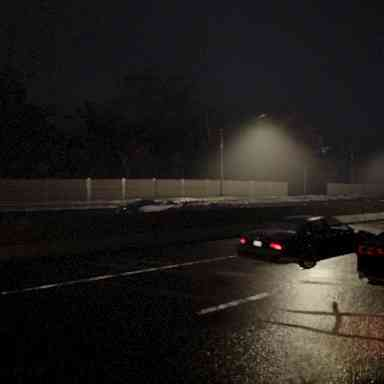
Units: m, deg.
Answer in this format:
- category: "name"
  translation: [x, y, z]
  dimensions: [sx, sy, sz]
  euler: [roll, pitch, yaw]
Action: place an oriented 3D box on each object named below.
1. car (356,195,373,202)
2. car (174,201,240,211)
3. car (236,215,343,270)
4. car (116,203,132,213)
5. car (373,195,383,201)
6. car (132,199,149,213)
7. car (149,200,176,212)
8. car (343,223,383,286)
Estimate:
- category: "car"
  translation: [28.764, 1.181, 54.501]
  dimensions: [4.181, 1.385, 1.994]
  euler: [0, 0, -35]
- category: "car"
  translation: [1.751, 1.444, 22.433]
  dimensions: [5.357, 1.411, 2.033]
  euler: [0, 0, -35]
- category: "car"
  translation: [3.890, 1.480, 10.816]
  dimensions: [5.357, 1.411, 2.033]
  euler: [-1, 0, -35]
- category: "car"
  translation: [-4.664, 1.425, 30.738]
  dimensions: [4.674, 1.442, 1.812]
  euler: [-1, 0, -36]
- category: "car"
  translation: [30.574, 1.125, 51.506]
  dimensions: [4.892, 1.490, 1.837]
  euler: [0, 0, -35]
- category: "car"
  translation: [-2.318, 1.422, 28.127]
  dimensions: [4.674, 1.442, 1.812]
  euler: [-1, 0, -35]
- category: "car"
  translation: [-0.240, 1.444, 25.311]
  dimensions: [5.357, 1.411, 2.033]
  euler: [0, 0, -35]
- category: "car"
  translation: [5.944, 1.410, 7.980]
  dimensions: [5.008, 1.535, 1.882]
  euler: [-1, 0, -35]
